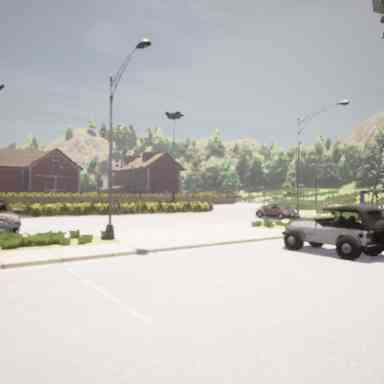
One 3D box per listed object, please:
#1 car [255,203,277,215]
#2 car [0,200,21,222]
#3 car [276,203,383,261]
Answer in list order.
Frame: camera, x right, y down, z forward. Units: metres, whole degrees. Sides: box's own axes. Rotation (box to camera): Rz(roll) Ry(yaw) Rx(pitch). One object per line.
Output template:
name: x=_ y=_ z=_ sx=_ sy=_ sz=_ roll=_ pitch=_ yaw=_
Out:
car: x=7.792 y=1.760 z=30.850 sx=1.784 sy=1.438 sz=3.905 roll=1 pitch=0 yaw=-35
car: x=-10.477 y=1.327 z=17.756 sx=1.932 sy=1.855 sz=4.605 roll=1 pitch=0 yaw=-35
car: x=5.487 y=1.430 z=12.792 sx=1.905 sy=1.878 sz=3.866 roll=1 pitch=0 yaw=-35
